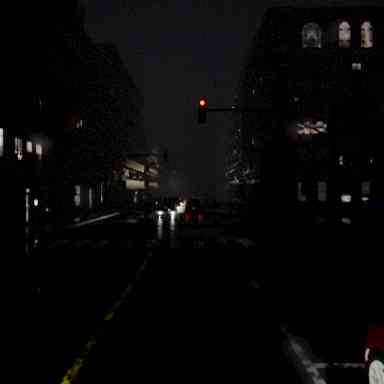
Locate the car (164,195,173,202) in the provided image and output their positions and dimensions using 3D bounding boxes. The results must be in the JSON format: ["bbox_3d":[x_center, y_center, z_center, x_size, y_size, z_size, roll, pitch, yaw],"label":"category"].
[{"bbox_3d":[-5.527,1.523,78.296,1.752,1.417,4.829,-1,0,0],"label":"car"}]

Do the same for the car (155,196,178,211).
[{"bbox_3d":[-3.010,1.512,40.673,1.812,1.442,4.674,0,0,0],"label":"car"}]

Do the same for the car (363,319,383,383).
[{"bbox_3d":[2.687,1.543,1.804,1.887,1.381,4.507,0,0,0],"label":"car"}]

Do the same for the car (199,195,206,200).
[{"bbox_3d":[2.890,1.554,95.026,1.887,1.381,4.507,-1,0,0],"label":"car"}]

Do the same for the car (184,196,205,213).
[{"bbox_3d":[0.182,1.512,37.513,1.812,1.442,4.674,0,0,0],"label":"car"}]

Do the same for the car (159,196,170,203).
[{"bbox_3d":[-5.551,1.575,67.410,1.802,1.307,4.206,-1,0,0],"label":"car"}]

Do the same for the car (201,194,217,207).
[{"bbox_3d":[2.792,1.428,50.803,1.967,1.590,4.097,-1,0,0],"label":"car"}]

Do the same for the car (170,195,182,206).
[{"bbox_3d":[-2.961,1.515,54.760,1.812,1.442,4.674,0,0,-1],"label":"car"}]

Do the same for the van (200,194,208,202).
[{"bbox_3d":[2.852,1.339,78.442,1.690,1.788,3.998,-1,0,0],"label":"van"}]

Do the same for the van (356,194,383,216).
[{"bbox_3d":[15.701,1.021,27.346,3.998,1.788,1.690,-1,1,-1],"label":"van"}]

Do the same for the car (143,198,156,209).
[{"bbox_3d":[-5.598,1.538,45.299,2.008,1.369,4.403,0,0,0],"label":"car"}]

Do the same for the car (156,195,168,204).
[{"bbox_3d":[-5.564,1.431,61.882,1.967,1.590,4.097,-1,0,0],"label":"car"}]

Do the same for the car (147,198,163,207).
[{"bbox_3d":[-5.587,1.554,50.826,1.947,1.339,4.313,0,0,0],"label":"car"}]

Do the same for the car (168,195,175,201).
[{"bbox_3d":[-5.502,1.587,89.522,1.802,1.307,4.206,-1,0,0],"label":"car"}]
